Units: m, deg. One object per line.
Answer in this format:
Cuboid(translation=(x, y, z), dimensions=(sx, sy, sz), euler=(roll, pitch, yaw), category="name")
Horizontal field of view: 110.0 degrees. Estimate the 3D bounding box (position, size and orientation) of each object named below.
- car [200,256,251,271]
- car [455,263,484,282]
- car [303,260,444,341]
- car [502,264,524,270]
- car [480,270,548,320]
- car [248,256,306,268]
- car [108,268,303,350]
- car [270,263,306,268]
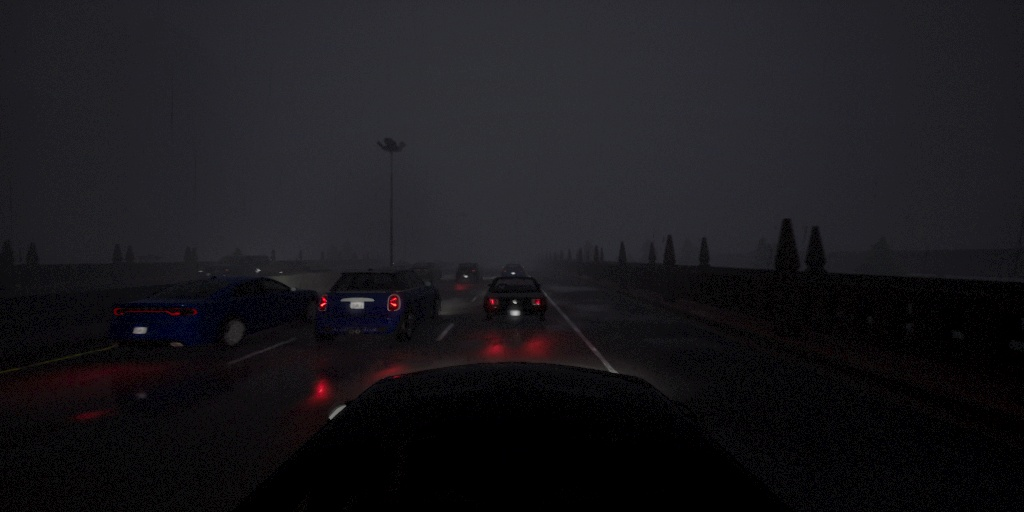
Cuboid(translation=(-21.102, 0.985, 27.704), dimensions=(2.150, 2.045, 5.566), euler=(0, 0, 0), category="car")
Cuboid(translation=(-3.405, 1.267, 28.969), dimensions=(1.837, 1.490, 4.892), euler=(0, 0, 0), category="car")
Cuboid(translation=(-3.402, 1.104, 10.006), dimensions=(2.097, 1.767, 4.553), euler=(0, 0, 0), category="car")
Cuboid(translation=(0.096, 1.327, 29.982), dimensions=(1.994, 1.385, 4.181), euler=(0, 0, 0), category="car")
Cuboid(translation=(0.097, 1.354, 12.536), dimensions=(1.895, 1.301, 4.718), euler=(0, 0, 0), category="car")
Cuboid(translation=(-17.600, 1.113, 27.845), dimensions=(2.097, 1.767, 4.553), euler=(0, 0, 0), category="car")
Cuboid(translation=(-6.902, 1.229, 9.130), dimensions=(1.882, 1.535, 5.008), euler=(0, 0, 0), category="car")
Cuboid(translation=(-14.102, 1.359, 24.893), dimensions=(1.895, 1.301, 4.718), euler=(0, 0, 0), category="car")
